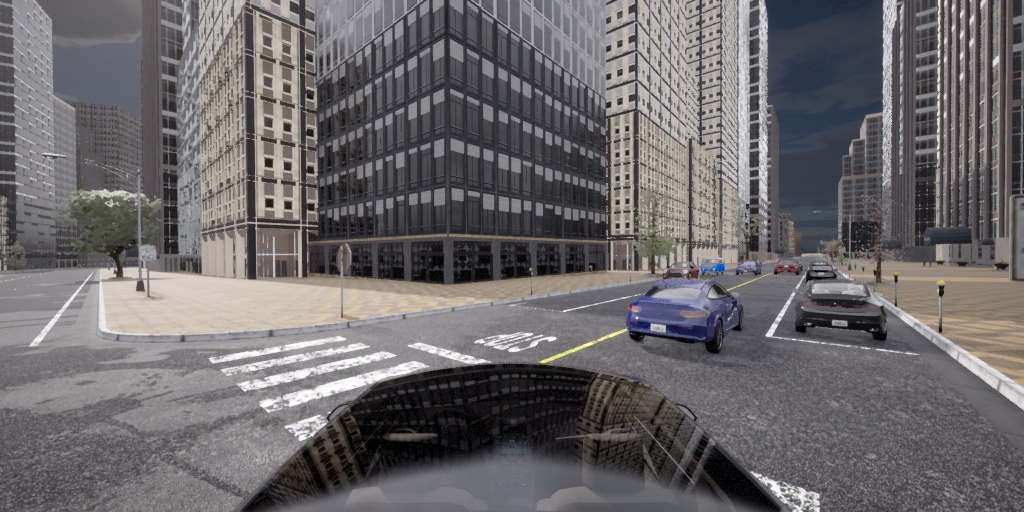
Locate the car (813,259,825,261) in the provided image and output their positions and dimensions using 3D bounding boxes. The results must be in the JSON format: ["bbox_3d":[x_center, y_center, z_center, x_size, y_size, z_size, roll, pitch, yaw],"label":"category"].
[{"bbox_3d":[34.365,1.294,40.056,1.948,1.339,4.313,0,0,40],"label":"car"}]

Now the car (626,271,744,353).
[{"bbox_3d":[4.405,1.271,8.909,1.812,1.442,4.674,0,0,40],"label":"car"}]

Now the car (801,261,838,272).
[{"bbox_3d":[23.411,1.305,27.150,1.948,1.339,4.313,0,0,40],"label":"car"}]

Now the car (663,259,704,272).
[{"bbox_3d":[13.376,1.165,28.277,1.967,1.591,4.097,0,0,40],"label":"car"}]

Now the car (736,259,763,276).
[{"bbox_3d":[24.914,1.248,37.711,1.812,1.442,4.674,0,0,40],"label":"car"}]

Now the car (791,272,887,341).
[{"bbox_3d":[8.906,1.300,9.859,2.007,1.370,4.403,0,0,40],"label":"car"}]

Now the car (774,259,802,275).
[{"bbox_3d":[29.233,1.079,38.032,2.097,1.767,4.553,0,0,41],"label":"car"}]

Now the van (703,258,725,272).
[{"bbox_3d":[20.676,1.060,36.880,1.690,1.789,3.998,0,0,40],"label":"van"}]
